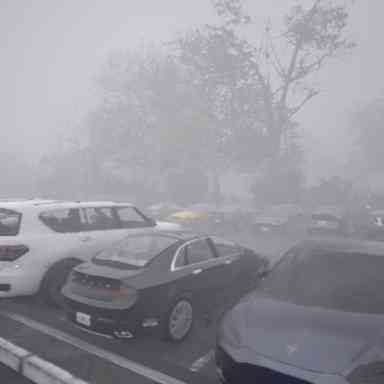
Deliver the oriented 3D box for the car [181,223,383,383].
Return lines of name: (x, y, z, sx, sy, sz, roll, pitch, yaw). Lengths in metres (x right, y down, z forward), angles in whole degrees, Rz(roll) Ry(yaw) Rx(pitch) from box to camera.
car: (2.182, 1.495, 4.878, 2.163, 1.488, 4.792, 0, 0, 35)

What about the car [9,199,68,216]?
car: (-15.320, 1.475, 33.427, 2.097, 1.535, 5.008, 0, 0, 36)

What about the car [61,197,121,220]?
car: (-8.538, 1.330, 28.547, 2.185, 1.767, 4.553, 0, 0, 35)

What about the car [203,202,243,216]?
car: (2.823, 1.458, 20.496, 2.097, 1.535, 5.008, 0, 0, 35)

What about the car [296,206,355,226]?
car: (7.383, 1.491, 17.298, 2.163, 1.488, 4.792, 0, 0, 35)

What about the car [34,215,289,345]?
car: (-0.085, 1.463, 6.518, 2.231, 1.521, 4.892, 0, 0, 35)

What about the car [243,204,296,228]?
car: (5.079, 1.489, 18.864, 2.163, 1.488, 4.792, 0, 0, 35)

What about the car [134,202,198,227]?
car: (-1.716, 1.496, 23.727, 2.002, 1.452, 4.674, 0, 0, 35)

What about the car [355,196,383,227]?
car: (9.619, 1.213, 15.639, 2.435, 2.045, 5.566, 0, 0, 35)

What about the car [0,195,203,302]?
car: (-2.354, 1.209, 8.171, 2.435, 2.045, 5.566, 0, 0, 35)

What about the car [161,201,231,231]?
car: (0.448, 1.454, 21.964, 1.946, 1.575, 5.366, 0, 0, 35)
